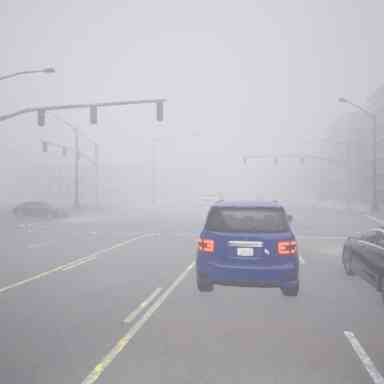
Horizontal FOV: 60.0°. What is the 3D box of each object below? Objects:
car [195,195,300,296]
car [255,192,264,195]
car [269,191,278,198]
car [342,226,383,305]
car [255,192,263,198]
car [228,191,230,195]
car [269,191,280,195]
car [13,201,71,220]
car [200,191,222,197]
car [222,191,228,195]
[{"bbox_3d":[1.511,1.221,8.911,2.150,2.045,5.566,0,0,11],"label":"car"},{"bbox_3d":[12.977,1.080,63.403,1.837,1.490,4.892,0,1,11],"label":"car"},{"bbox_3d":[20.711,0.552,84.965,2.097,1.767,4.553,0,1,11],"label":"car"},{"bbox_3d":[4.779,1.492,7.389,2.128,1.511,4.902,0,0,11],"label":"car"},{"bbox_3d":[17.204,0.755,85.273,1.994,1.385,4.181,0,1,11],"label":"car"},{"bbox_3d":[6.615,0.741,67.889,2.150,2.045,5.566,0,1,12],"label":"car"},{"bbox_3d":[18.732,0.881,74.962,2.128,1.511,4.902,0,1,11],"label":"car"},{"bbox_3d":[-12.580,1.505,27.959,4.892,1.490,1.837,0,0,15],"label":"car"},{"bbox_3d":[2.489,1.079,47.462,2.150,2.045,5.566,0,1,11],"label":"car"},{"bbox_3d":[4.515,0.926,57.649,2.150,2.045,5.566,0,1,11],"label":"car"}]
